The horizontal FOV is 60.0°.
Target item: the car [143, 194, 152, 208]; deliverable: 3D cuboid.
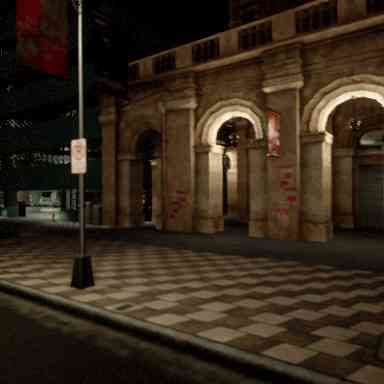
[{"bbox_3d":[-5.149,1.202,29.383,5.566,2.045,2.435,-1,0,35],"label":"car"}]
